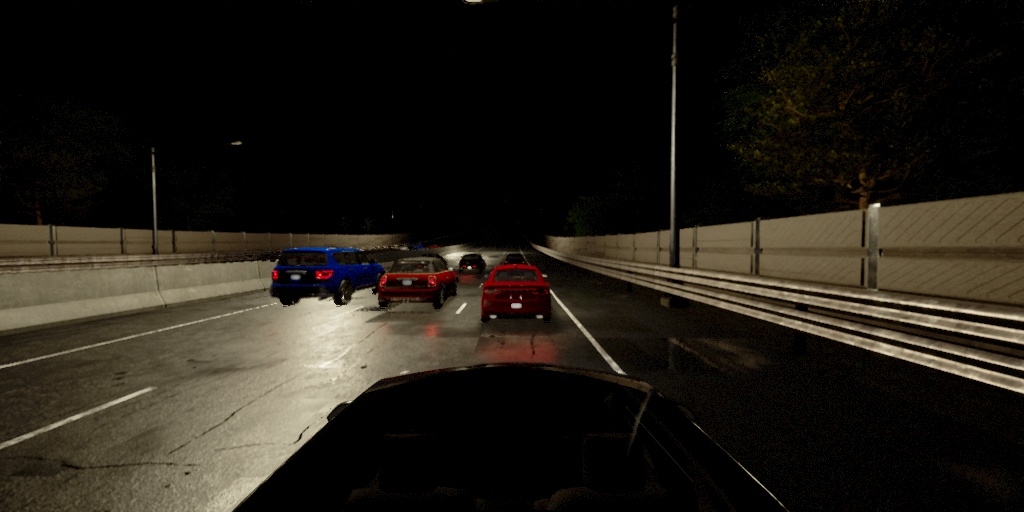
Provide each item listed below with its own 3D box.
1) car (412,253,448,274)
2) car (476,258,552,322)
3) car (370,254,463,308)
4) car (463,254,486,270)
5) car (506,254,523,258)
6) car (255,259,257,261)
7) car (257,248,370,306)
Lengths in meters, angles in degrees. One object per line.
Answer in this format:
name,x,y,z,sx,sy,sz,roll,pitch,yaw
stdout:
car,-6.793,0.556,30.287,1.837,1.490,4.892,0,2,0
car,0.125,1.017,11.330,1.882,1.535,5.008,0,1,0
car,-3.364,0.841,13.663,2.097,1.767,4.553,0,1,0
car,-3.293,0.557,30.244,1.837,1.490,4.892,0,2,0
car,0.212,0.547,31.142,1.812,1.442,4.674,0,2,0
car,-24.450,0.313,37.358,1.837,1.490,4.892,0,2,0
car,-6.857,0.703,14.066,2.150,2.045,5.566,0,1,0
